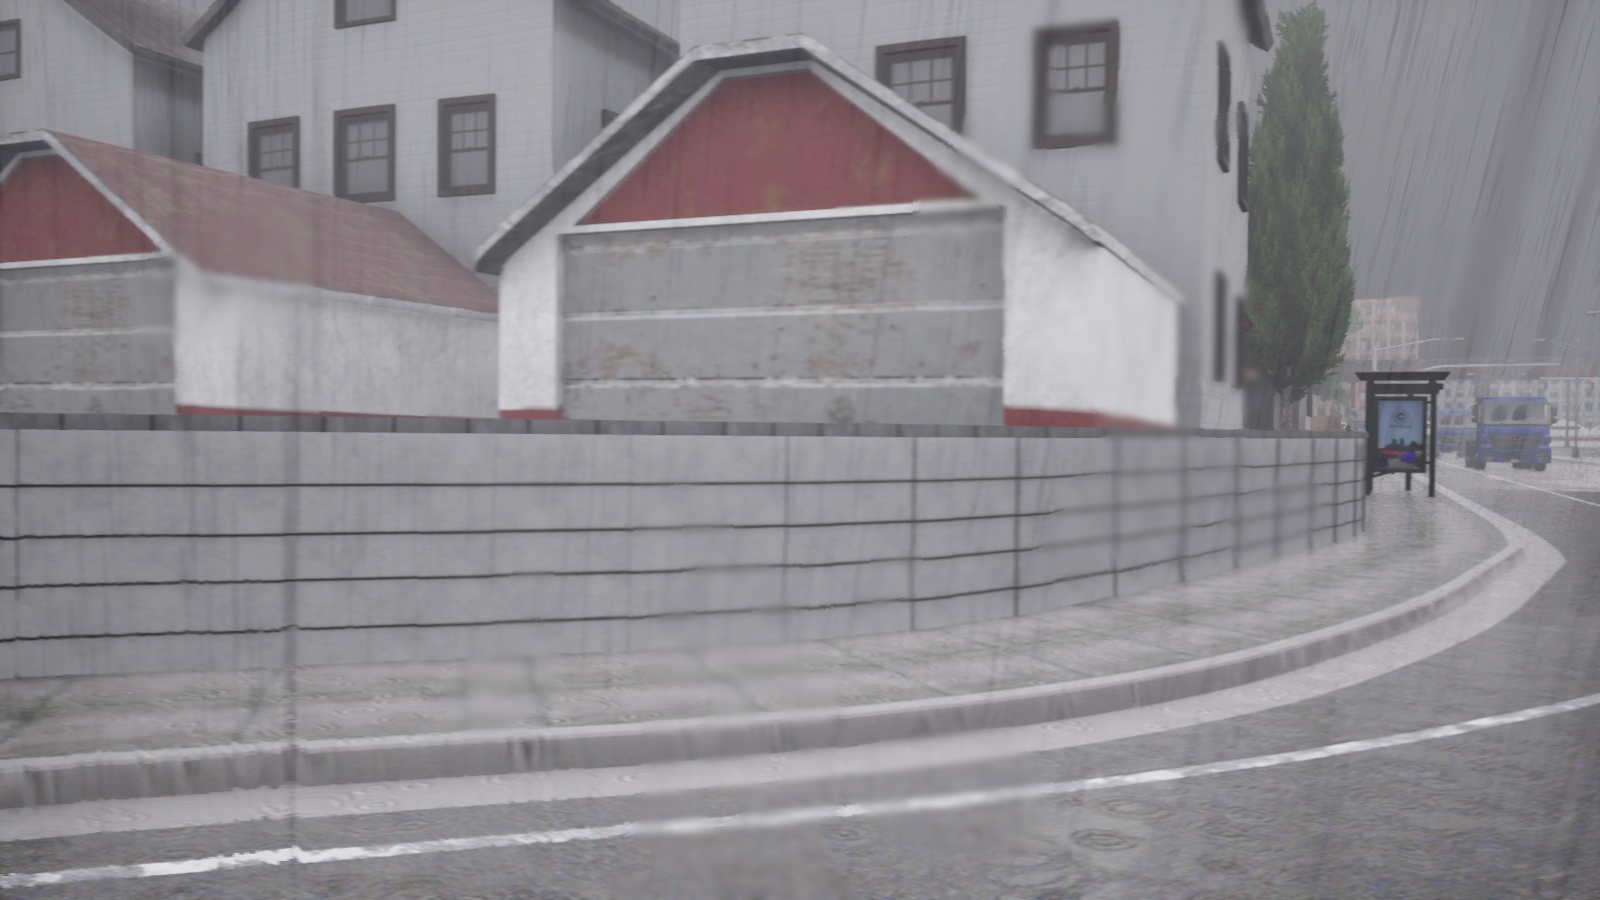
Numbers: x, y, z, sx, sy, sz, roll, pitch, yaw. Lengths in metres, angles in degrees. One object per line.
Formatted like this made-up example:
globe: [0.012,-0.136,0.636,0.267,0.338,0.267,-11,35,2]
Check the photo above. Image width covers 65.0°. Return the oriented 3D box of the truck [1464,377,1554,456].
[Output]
truck: [33.445,-1.542,59.485,2.891,3.462,7.936,0,1,23]
